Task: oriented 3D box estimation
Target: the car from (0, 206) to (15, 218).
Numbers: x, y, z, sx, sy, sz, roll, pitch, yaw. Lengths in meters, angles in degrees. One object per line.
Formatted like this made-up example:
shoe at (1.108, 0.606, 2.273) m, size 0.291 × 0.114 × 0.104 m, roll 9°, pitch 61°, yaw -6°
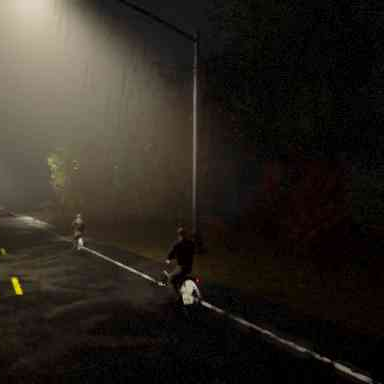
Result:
car at (-26.905, 3.092, 48.230) m, size 1.895 × 1.301 × 4.718 m, roll 2°, pitch -2°, yaw -32°

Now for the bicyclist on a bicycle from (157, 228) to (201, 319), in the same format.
bicyclist on a bicycle at (-0.333, 1.632, 7.057) m, size 0.659 × 1.776 × 1.843 m, roll 2°, pitch -2°, yaw -32°

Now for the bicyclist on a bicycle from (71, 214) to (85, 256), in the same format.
bicyclist on a bicycle at (-5.077, 1.862, 14.702) m, size 0.659 × 1.776 × 1.843 m, roll 2°, pitch -2°, yaw -32°
